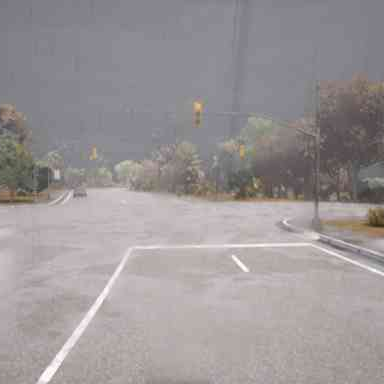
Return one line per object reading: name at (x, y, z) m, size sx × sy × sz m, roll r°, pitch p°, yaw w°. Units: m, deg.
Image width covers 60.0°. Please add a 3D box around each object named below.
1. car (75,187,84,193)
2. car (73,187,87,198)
car at (-25.321, -0.445, 74.717) m, size 1.994 × 1.385 × 4.181 m, roll -1°, pitch 2°, yaw -19°
car at (-17.564, 0.182, 52.267) m, size 1.994 × 1.385 × 4.181 m, roll -1°, pitch 2°, yaw -19°
